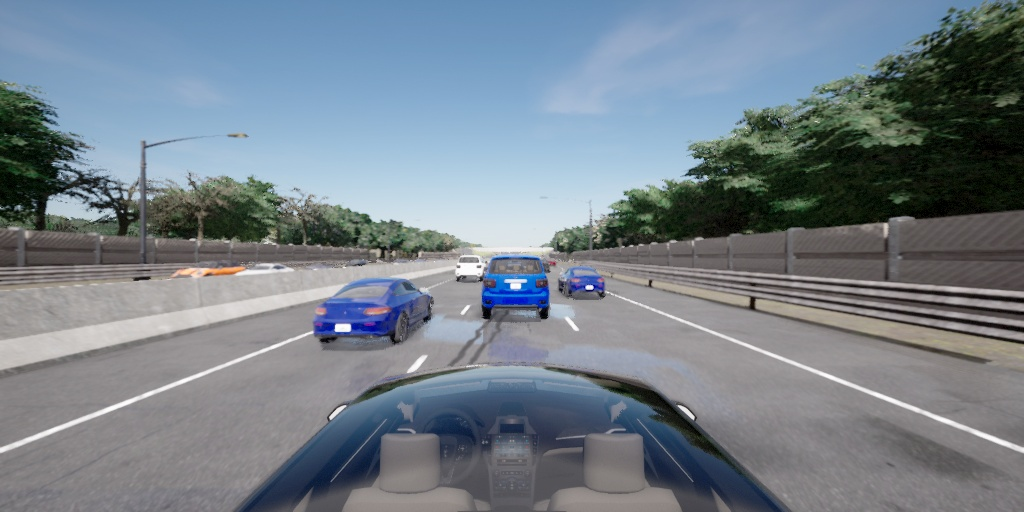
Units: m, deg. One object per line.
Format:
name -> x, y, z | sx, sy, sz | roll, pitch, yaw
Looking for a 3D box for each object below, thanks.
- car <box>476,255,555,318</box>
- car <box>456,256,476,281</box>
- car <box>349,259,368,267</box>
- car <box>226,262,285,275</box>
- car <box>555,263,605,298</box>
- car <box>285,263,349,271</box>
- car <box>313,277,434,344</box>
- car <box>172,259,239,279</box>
car -> 0.118, 0.976, 13.188 | 2.150, 2.045, 5.566 | 0, 0, 0
car -> -3.310, 0.985, 30.114 | 2.150, 2.045, 5.566 | 0, 0, 0
car -> -23.554, 1.260, 54.629 | 1.882, 1.535, 5.008 | 0, 0, -2
car -> -17.532, 1.285, 25.641 | 1.812, 1.442, 4.674 | 0, 0, 0
car -> 3.532, 1.262, 18.586 | 1.812, 1.442, 4.674 | 0, 0, 0
car -> -14.027, 1.324, 26.146 | 1.994, 1.385, 4.181 | 0, 0, 0
car -> -3.390, 1.278, 9.500 | 1.812, 1.442, 4.674 | 0, 0, 0
car -> -21.033, 1.111, 25.157 | 2.097, 1.767, 4.553 | 0, 0, 0
